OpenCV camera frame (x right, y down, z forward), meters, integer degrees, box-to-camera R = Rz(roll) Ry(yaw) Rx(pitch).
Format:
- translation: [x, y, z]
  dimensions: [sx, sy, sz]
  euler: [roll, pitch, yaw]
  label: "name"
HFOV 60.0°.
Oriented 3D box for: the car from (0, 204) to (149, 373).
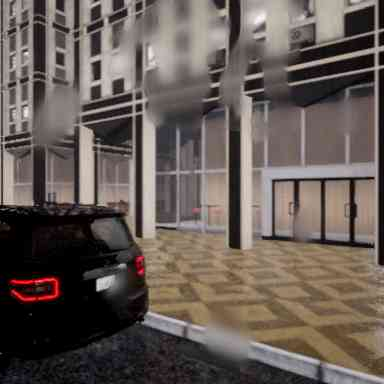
- translation: [-3.246, 1.219, 5.701]
  dimensions: [5.566, 2.045, 2.150]
  euler: [0, 0, 36]
  label: "car"
